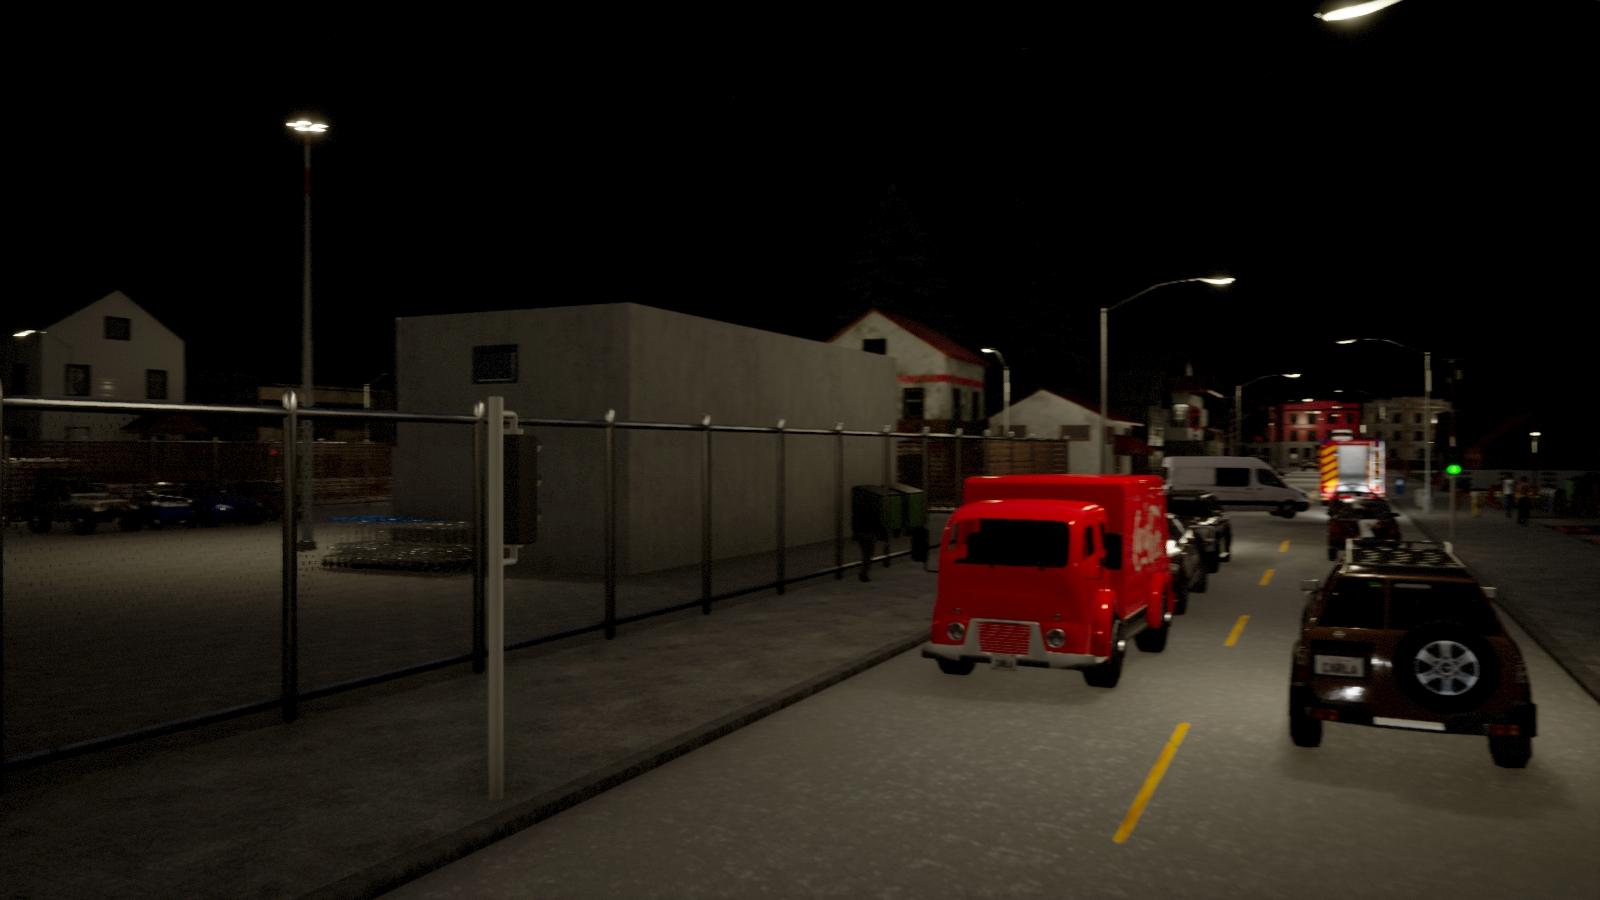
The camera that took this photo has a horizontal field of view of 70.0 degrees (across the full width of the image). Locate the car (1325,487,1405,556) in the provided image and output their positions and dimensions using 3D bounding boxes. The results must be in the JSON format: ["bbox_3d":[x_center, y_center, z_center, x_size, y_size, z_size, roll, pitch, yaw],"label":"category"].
[{"bbox_3d":[14.740,1.818,29.904,1.789,1.549,3.705,0,0,25],"label":"car"}]

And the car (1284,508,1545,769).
[{"bbox_3d":[6.120,1.648,11.702,1.932,1.855,4.605,0,0,26],"label":"car"}]

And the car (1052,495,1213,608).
[{"bbox_3d":[6.405,1.783,21.578,2.152,1.651,5.027,0,0,25],"label":"car"}]

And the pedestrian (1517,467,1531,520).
[{"bbox_3d":[25.549,1.540,40.332,0.375,1.860,0.375,0,0,23],"label":"pedestrian"}]

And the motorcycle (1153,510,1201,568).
[{"bbox_3d":[8.605,2.006,26.055,0.803,1.145,2.033,0,0,25],"label":"motorcycle"}]

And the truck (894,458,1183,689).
[{"bbox_3d":[3.417,1.356,15.268,2.627,2.467,5.204,0,0,25],"label":"truck"}]

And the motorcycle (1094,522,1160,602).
[{"bbox_3d":[5.883,1.973,20.511,0.856,1.236,1.805,0,0,25],"label":"motorcycle"}]

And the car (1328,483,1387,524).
[{"bbox_3d":[20.729,1.952,42.586,1.895,1.301,4.718,0,0,25],"label":"car"}]

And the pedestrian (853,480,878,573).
[{"bbox_3d":[1.329,1.539,23.179,0.375,1.860,0.375,0,0,29],"label":"pedestrian"}]

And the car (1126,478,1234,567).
[{"bbox_3d":[9.300,1.657,27.717,1.932,1.855,4.605,0,0,26],"label":"car"}]
